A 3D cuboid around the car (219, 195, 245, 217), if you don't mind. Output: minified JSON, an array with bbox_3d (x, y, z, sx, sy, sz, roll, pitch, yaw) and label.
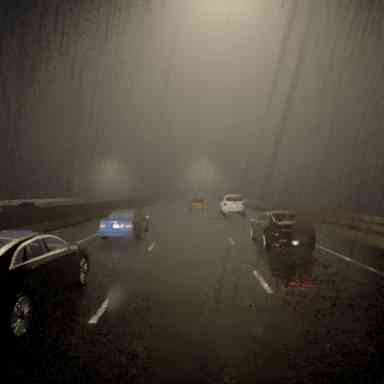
[{"bbox_3d":[3.956,1.313,33.190,2.150,2.045,5.566,0,0,1],"label":"car"}]

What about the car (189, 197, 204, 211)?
[{"bbox_3d":[0.604,1.581,43.634,1.801,1.575,5.366,0,0,1],"label":"car"}]

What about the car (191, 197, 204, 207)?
[{"bbox_3d":[0.943,1.654,54.393,2.128,1.511,4.902,0,0,1],"label":"car"}]

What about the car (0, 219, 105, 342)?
[{"bbox_3d":[-3.482,1.508,6.497,2.128,1.511,4.902,0,0,0],"label":"car"}]

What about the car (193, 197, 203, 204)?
[{"bbox_3d":[1.308,1.774,73.801,2.033,1.411,5.357,0,0,1],"label":"car"}]

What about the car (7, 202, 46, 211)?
[{"bbox_3d":[-13.828,1.593,28.077,1.812,1.442,4.674,0,0,1],"label":"car"}]

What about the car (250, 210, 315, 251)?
[{"bbox_3d":[3.680,1.542,14.172,1.837,1.490,4.892,0,0,1],"label":"car"}]

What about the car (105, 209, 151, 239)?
[{"bbox_3d":[-3.397,1.591,17.465,2.033,1.411,5.357,0,0,1],"label":"car"}]
